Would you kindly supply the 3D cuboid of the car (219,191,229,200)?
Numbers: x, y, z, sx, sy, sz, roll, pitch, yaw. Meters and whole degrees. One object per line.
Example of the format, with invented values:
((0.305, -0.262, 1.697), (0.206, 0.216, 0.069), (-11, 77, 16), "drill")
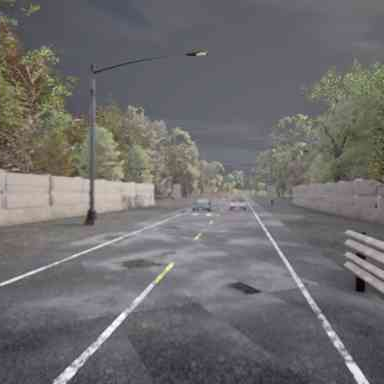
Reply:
((7.437, 0.708, 77.462), (2.150, 2.045, 5.566), (0, 0, 8), "car")

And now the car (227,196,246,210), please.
((5.546, 1.494, 40.257), (1.895, 1.301, 4.718), (0, 0, 8), "car")

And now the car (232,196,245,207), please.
((6.979, 1.358, 50.135), (1.837, 1.490, 4.892), (0, 1, 8), "car")

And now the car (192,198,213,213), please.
((1.166, 1.406, 35.123), (1.812, 1.442, 4.674), (0, 0, 8), "car")
